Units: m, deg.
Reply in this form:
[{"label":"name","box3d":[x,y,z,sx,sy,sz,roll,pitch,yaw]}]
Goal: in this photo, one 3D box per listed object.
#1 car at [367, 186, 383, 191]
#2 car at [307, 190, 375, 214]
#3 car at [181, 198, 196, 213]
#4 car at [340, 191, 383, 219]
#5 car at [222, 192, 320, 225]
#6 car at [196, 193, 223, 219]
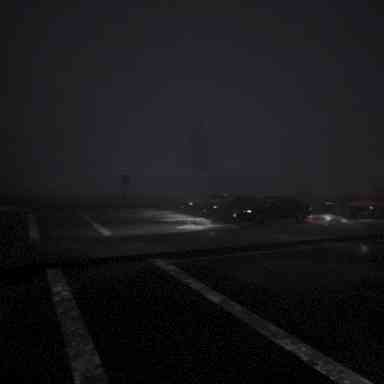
[{"label":"car","box3d":[18.969,0.434,33.675,5.566,2.045,2.150,0,2,-26]},{"label":"car","box3d":[11.875,0.825,26.336,5.008,1.535,1.882,0,2,-26]},{"label":"car","box3d":[1.430,0.781,25.130,4.674,1.442,1.812,0,2,-26]},{"label":"car","box3d":[12.975,0.938,22.982,5.008,1.535,1.882,0,2,-26]},{"label":"car","box3d":[4.498,0.972,18.847,4.902,1.511,2.128,0,2,-26]},{"label":"car","box3d":[2.914,0.894,21.967,4.674,1.442,1.812,0,2,-26]}]
